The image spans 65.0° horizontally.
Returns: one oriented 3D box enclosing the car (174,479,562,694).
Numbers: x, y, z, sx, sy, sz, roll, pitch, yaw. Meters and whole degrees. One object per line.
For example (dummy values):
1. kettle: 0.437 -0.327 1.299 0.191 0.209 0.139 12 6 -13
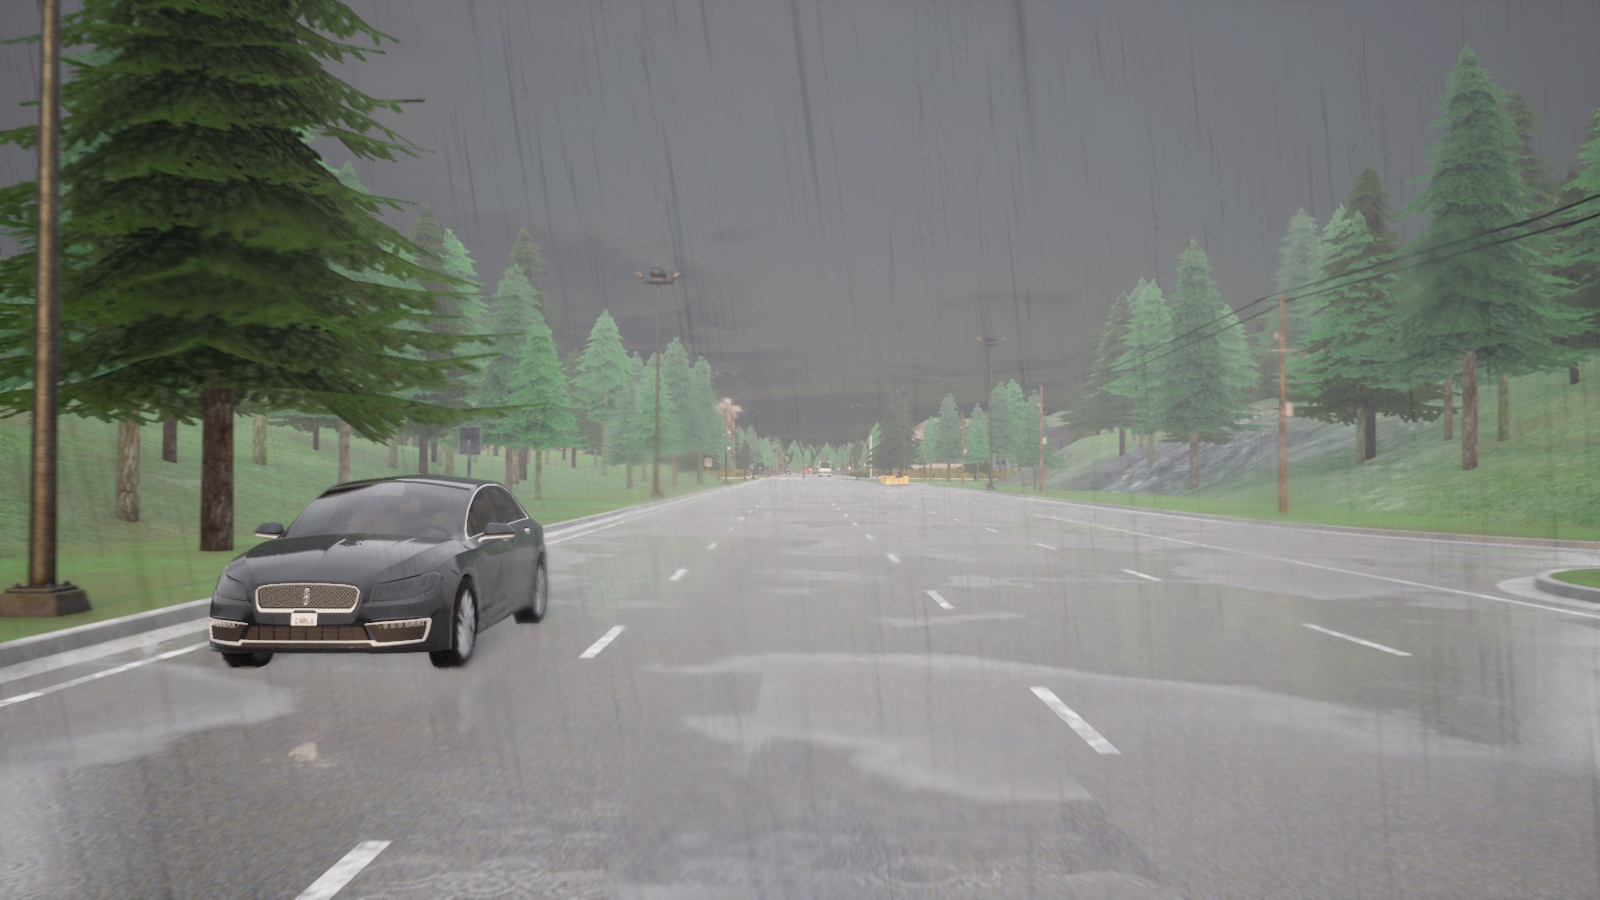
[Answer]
1. car: -3.527 1.024 11.364 1.837 1.490 4.892 0 -1 0
